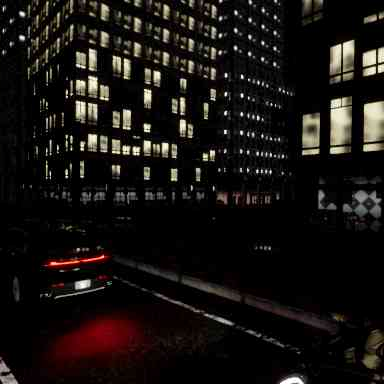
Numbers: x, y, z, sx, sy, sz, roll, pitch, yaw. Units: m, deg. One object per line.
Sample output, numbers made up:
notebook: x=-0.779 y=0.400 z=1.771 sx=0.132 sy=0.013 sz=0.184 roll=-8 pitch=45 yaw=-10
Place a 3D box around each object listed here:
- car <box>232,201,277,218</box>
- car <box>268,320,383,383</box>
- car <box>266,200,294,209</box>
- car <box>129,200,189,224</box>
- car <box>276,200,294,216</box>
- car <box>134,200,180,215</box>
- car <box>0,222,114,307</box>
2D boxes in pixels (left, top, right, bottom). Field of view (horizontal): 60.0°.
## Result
car: x=6.169 y=1.833 z=33.911 sx=4.829 sy=1.417 sz=1.752 roll=1 pitch=0 yaw=-40
car: x=2.426 y=1.352 z=1.325 sx=2.097 sy=1.767 sz=4.553 roll=0 pitch=0 yaw=-41
car: x=13.527 y=1.882 z=51.124 sx=4.313 sy=1.339 sz=1.947 roll=1 pitch=0 yaw=-40
car: x=-2.566 y=1.524 z=26.511 sx=5.009 sy=1.841 sz=2.192 roll=1 pitch=0 yaw=-40
car: x=10.343 y=1.936 z=37.447 sx=4.206 sy=1.307 sz=1.802 roll=1 pitch=0 yaw=-40
car: x=-3.812 y=1.648 z=36.439 sx=4.829 sy=1.417 sz=1.752 roll=1 pitch=0 yaw=-40
car: x=-3.659 y=1.501 z=8.115 sx=1.837 sy=1.490 sz=4.892 roll=0 pitch=0 yaw=-41
